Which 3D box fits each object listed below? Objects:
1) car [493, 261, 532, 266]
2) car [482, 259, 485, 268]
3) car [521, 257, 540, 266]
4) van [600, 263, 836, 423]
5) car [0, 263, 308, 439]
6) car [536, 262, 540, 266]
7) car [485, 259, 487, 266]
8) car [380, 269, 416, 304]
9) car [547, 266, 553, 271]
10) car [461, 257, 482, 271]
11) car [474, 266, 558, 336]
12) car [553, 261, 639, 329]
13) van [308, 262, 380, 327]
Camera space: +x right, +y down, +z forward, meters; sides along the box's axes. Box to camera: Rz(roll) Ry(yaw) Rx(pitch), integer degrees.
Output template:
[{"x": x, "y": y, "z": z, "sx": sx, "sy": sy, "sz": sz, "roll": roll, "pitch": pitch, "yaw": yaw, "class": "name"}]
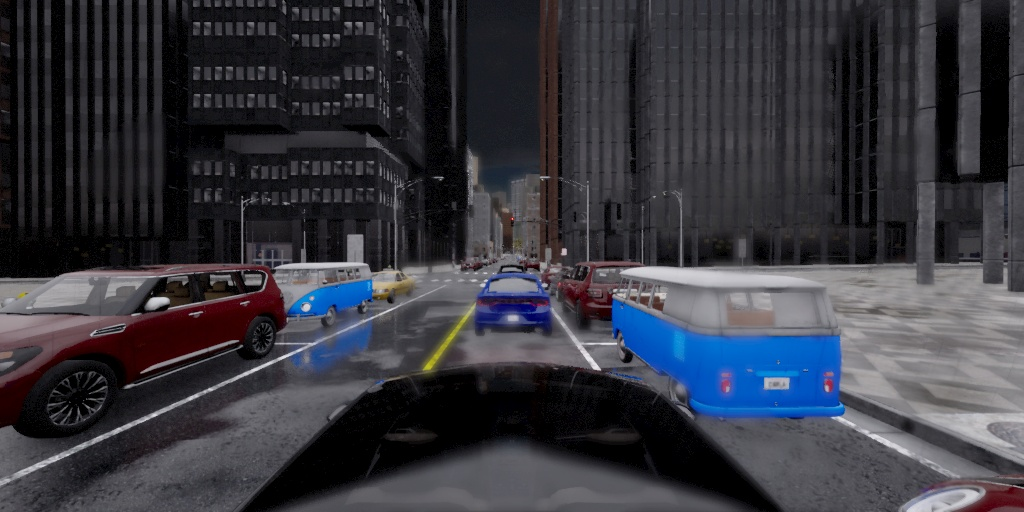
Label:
[{"x": -0.002, "y": 1.257, "z": 20.774, "sx": 1.837, "sy": 1.490, "sz": 4.892, "roll": 0, "pitch": 0, "yaw": 0, "class": "car"}, {"x": -5.770, "y": 1.090, "z": 54.858, "sx": 2.192, "sy": 1.841, "sz": 5.009, "roll": 0, "pitch": 0, "yaw": 0, "class": "car"}, {"x": 2.756, "y": 1.084, "z": 49.206, "sx": 2.192, "sy": 1.841, "sz": 5.009, "roll": 0, "pitch": 0, "yaw": 0, "class": "car"}, {"x": 2.766, "y": 1.090, "z": 5.590, "sx": 1.690, "sy": 1.789, "sz": 3.998, "roll": 0, "pitch": 0, "yaw": 0, "class": "van"}, {"x": -5.766, "y": 1.064, "z": 5.602, "sx": 2.192, "sy": 1.841, "sz": 5.009, "roll": 0, "pitch": 0, "yaw": 0, "class": "car"}, {"x": 2.760, "y": 1.297, "z": 22.166, "sx": 1.888, "sy": 1.381, "sz": 4.507, "roll": 0, "pitch": 0, "yaw": 0, "class": "car"}, {"x": -5.771, "y": 1.348, "z": 60.501, "sx": 1.948, "sy": 1.339, "sz": 4.313, "roll": 0, "pitch": 0, "yaw": 0, "class": "car"}, {"x": -5.765, "y": 1.276, "z": 16.481, "sx": 1.751, "sy": 1.417, "sz": 4.829, "roll": 0, "pitch": 0, "yaw": 0, "class": "car"}, {"x": 2.762, "y": 1.301, "z": 16.641, "sx": 2.007, "sy": 1.370, "sz": 4.403, "roll": 0, "pitch": 0, "yaw": 0, "class": "car"}, {"x": -5.769, "y": 1.084, "z": 49.215, "sx": 2.192, "sy": 1.841, "sz": 5.009, "roll": 0, "pitch": 0, "yaw": 0, "class": "car"}, {"x": 0.057, "y": 1.228, "z": 10.403, "sx": 1.882, "sy": 1.535, "sz": 5.008, "roll": 0, "pitch": 0, "yaw": 1, "class": "car"}, {"x": 2.764, "y": 1.064, "z": 11.115, "sx": 2.192, "sy": 1.841, "sz": 5.009, "roll": 0, "pitch": 0, "yaw": 0, "class": "car"}, {"x": -5.766, "y": 1.091, "z": 11.127, "sx": 1.690, "sy": 1.789, "sz": 3.998, "roll": 0, "pitch": 0, "yaw": 0, "class": "van"}]
